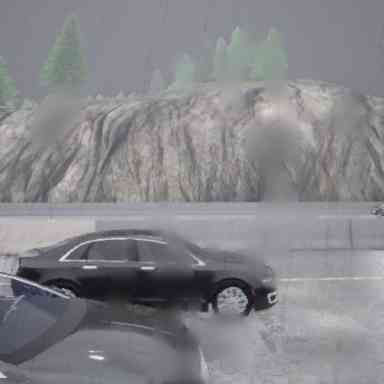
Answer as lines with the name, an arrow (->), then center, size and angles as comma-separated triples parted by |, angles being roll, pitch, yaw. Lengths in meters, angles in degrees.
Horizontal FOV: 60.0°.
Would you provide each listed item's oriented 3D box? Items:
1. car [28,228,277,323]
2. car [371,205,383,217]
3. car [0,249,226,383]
car -> -0.832, 1.500, 6.511 | 4.892, 1.490, 1.837 | 0, 0, -3
car -> 18.261, 1.462, 29.099 | 4.902, 1.511, 2.128 | 0, 0, -4
car -> -2.308, 1.491, 2.943 | 4.902, 1.511, 2.128 | 0, 0, -2
